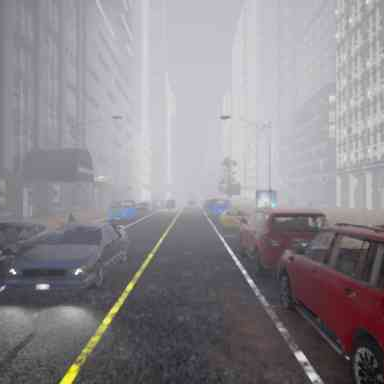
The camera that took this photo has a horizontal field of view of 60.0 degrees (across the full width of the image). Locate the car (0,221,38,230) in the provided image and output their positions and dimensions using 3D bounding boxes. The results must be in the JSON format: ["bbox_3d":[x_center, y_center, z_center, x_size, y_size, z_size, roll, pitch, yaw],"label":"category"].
[{"bbox_3d":[-5.684,1.629,10.366,1.947,1.339,4.313,0,0,0],"label":"car"}]

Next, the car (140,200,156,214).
[{"bbox_3d":[-5.681,1.800,38.811,1.947,1.339,4.313,0,0,0],"label":"car"}]

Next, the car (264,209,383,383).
[{"bbox_3d":[2.698,1.344,4.658,2.192,1.841,5.009,0,0,0],"label":"car"}]

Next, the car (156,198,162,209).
[{"bbox_3d":[-5.679,1.855,50.189,2.008,1.369,4.403,0,0,0],"label":"car"}]

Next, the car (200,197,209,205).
[{"bbox_3d":[2.704,1.885,72.922,1.967,1.590,4.097,0,0,0],"label":"car"}]

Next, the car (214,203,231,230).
[{"bbox_3d":[2.699,1.657,21.893,1.752,1.417,4.829,0,0,0],"label":"car"}]

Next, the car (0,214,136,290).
[{"bbox_3d":[-3.100,1.605,9.585,2.033,1.411,5.357,0,0,0],"label":"car"}]

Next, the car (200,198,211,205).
[{"bbox_3d":[2.703,1.960,67.233,2.008,1.369,4.403,0,0,0],"label":"car"}]

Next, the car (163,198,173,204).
[{"bbox_3d":[-5.676,2.026,78.634,1.887,1.381,4.507,0,0,0],"label":"car"}]

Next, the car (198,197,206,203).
[{"bbox_3d":[2.706,2.103,89.989,2.008,1.369,4.403,0,0,0],"label":"car"}]

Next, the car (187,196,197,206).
[{"bbox_3d":[0.006,1.874,62.867,2.128,1.511,4.902,0,0,0],"label":"car"}]

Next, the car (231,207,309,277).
[{"bbox_3d":[2.699,1.378,10.346,2.192,1.841,5.009,0,0,0],"label":"car"}]

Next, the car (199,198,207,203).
[{"bbox_3d":[2.705,2.098,84.300,1.802,1.307,4.206,0,0,0],"label":"car"}]

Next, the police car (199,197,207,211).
[{"bbox_3d":[2.371,1.696,44.846,1.930,1.638,5.238,0,0,0],"label":"police car"}]

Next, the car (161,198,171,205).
[{"bbox_3d":[-5.677,1.996,72.945,2.008,1.369,4.403,0,0,0],"label":"car"}]

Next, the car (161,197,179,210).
[{"bbox_3d":[-3.070,1.804,49.413,1.837,1.490,4.892,0,0,0],"label":"car"}]

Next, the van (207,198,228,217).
[{"bbox_3d":[2.702,1.540,33.102,1.690,1.788,3.998,0,0,0],"label":"van"}]

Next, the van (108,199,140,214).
[{"bbox_3d":[-5.680,1.507,27.434,1.690,1.788,3.998,0,0,0],"label":"van"}]

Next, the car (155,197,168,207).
[{"bbox_3d":[-5.677,1.815,61.568,1.967,1.590,4.097,0,0,0],"label":"car"}]

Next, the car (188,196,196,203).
[{"bbox_3d":[0.008,1.786,77.127,1.837,1.490,4.892,0,0,0],"label":"car"}]
